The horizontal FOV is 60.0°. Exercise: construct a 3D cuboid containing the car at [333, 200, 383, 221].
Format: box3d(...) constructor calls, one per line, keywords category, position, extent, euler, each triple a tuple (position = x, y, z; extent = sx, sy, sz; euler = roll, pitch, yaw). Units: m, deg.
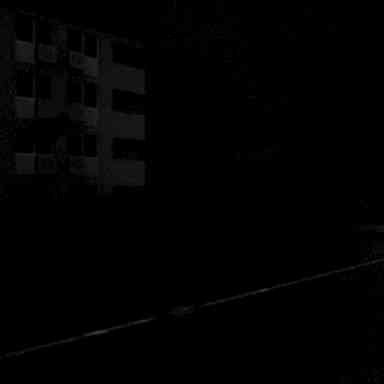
box3d(category="car", position=(13.136, 1.422, 26.972), extent=(1.837, 1.490, 4.892), euler=(0, 0, -35))
